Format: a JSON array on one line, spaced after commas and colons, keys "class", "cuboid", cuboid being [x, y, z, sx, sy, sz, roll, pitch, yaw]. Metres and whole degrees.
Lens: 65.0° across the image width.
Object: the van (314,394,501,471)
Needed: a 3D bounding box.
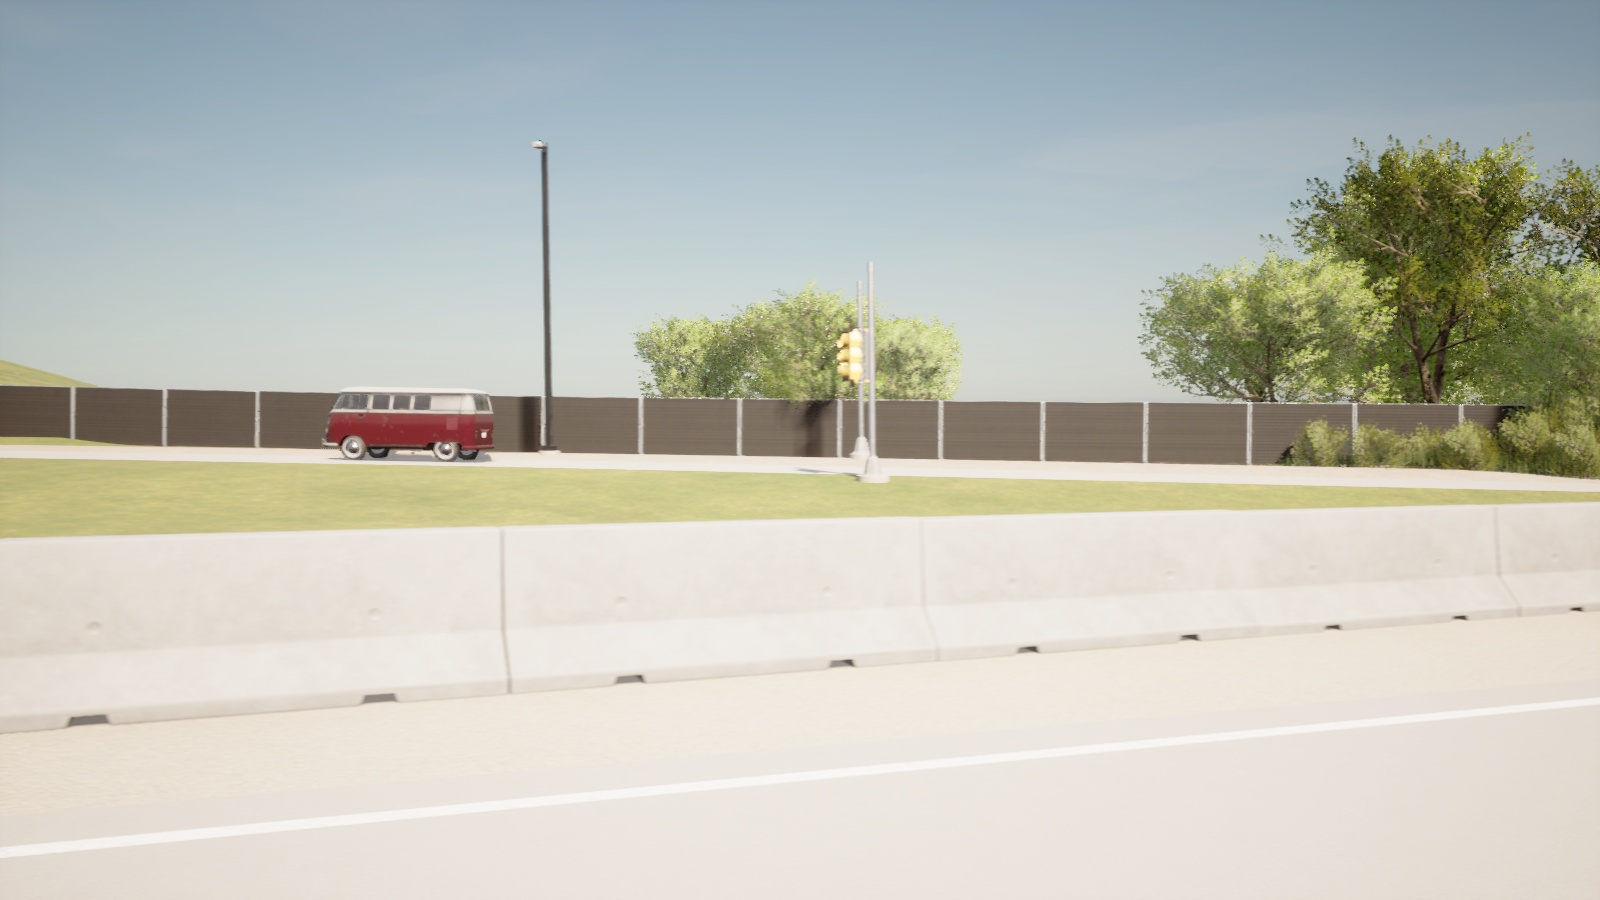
[{"class": "van", "cuboid": [-10.554, -0.476, 33.940, 4.442, 1.987, 1.775, 0, 2, 6]}]
